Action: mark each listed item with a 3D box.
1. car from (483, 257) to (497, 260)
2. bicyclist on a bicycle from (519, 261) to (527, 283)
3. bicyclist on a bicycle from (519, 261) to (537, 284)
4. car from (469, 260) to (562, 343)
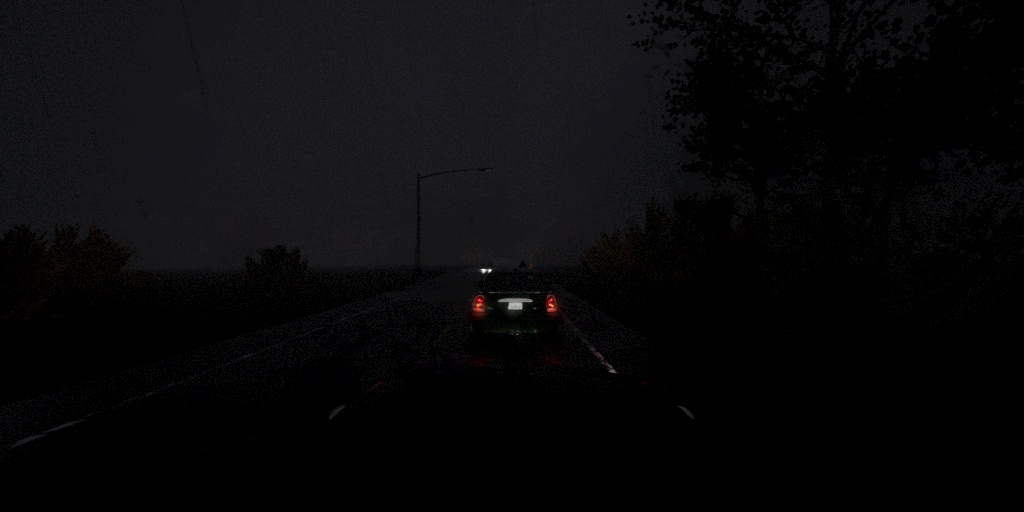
[{"bbox_3d":[-4.085,1.228,59.342,2.128,1.511,4.902,0,0,-1],"label":"car"},{"bbox_3d":[0.824,1.193,27.323,0.582,1.620,1.656,0,0,0],"label":"bicyclist on a bicycle"},{"bbox_3d":[0.893,1.181,17.207,0.866,1.612,1.509,0,0,0],"label":"bicyclist on a bicycle"},{"bbox_3d":[0.067,1.099,9.862,2.097,1.767,4.553,0,0,0],"label":"car"}]
